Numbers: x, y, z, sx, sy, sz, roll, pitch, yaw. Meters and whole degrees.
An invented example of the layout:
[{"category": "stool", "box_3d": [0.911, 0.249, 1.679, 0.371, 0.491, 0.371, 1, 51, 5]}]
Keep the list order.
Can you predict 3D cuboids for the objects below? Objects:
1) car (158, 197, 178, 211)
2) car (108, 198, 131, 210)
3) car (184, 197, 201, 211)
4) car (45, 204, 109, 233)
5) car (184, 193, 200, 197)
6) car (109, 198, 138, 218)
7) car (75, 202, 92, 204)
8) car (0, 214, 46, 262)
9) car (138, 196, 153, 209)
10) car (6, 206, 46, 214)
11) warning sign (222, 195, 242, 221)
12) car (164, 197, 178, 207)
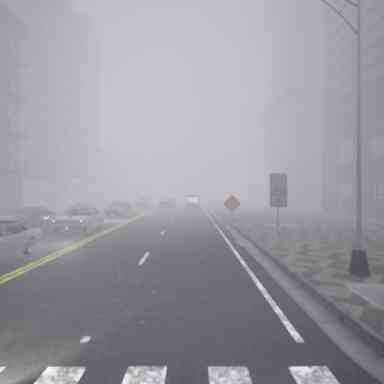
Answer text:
[{"category": "car", "box_3d": [-3.144, 1.480, 41.515, 1.882, 1.535, 5.008, 0, 0, 0]}, {"category": "car", "box_3d": [-9.745, 1.583, 45.190, 2.033, 1.411, 5.357, 0, 0, 0]}, {"category": "car", "box_3d": [0.103, 1.603, 40.963, 1.895, 1.301, 4.718, 0, 0, 0]}, {"category": "car", "box_3d": [-6.591, 1.606, 19.697, 1.895, 1.301, 4.718, 0, 0, 0]}, {"category": "car", "box_3d": [0.012, 1.224, 51.183, 2.150, 2.045, 5.566, 0, 0, 0]}, {"category": "car", "box_3d": [-6.593, 1.551, 30.153, 2.033, 1.411, 5.357, 0, 0, 0]}, {"category": "car", "box_3d": [-9.842, 1.569, 29.888, 1.994, 1.385, 4.181, 0, 0, 0]}, {"category": "car", "box_3d": [-6.600, 1.606, 10.539, 1.895, 1.301, 4.718, 0, 0, -3]}, {"category": "car", "box_3d": [-6.495, 1.366, 45.219, 2.097, 1.767, 4.553, 0, 0, 0]}, {"category": "car", "box_3d": [-9.849, 1.554, 19.908, 2.033, 1.411, 5.357, 0, 0, 0]}, {"category": "warning sign", "box_3d": [2.850, 1.118, 23.679, 1.300, 1.860, 1.060, 0, 0, 0]}, {"category": "car", "box_3d": [-3.240, 1.508, 51.570, 1.837, 1.490, 4.892, 0, 0, 0]}]
